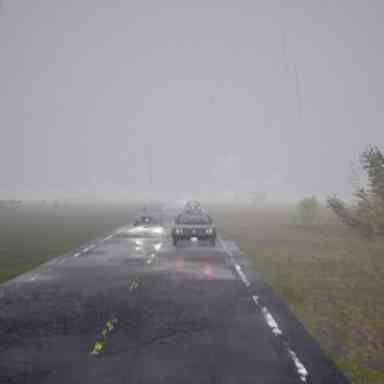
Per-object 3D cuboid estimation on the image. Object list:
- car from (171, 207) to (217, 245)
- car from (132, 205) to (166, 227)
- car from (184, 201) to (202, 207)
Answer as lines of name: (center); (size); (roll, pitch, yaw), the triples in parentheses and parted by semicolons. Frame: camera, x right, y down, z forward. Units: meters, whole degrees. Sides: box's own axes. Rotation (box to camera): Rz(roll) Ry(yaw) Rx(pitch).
car: (0.088, 1.611, 15.577); (1.895, 1.301, 4.718); (0, 0, 0)
car: (-2.863, 1.590, 23.111); (1.994, 1.385, 4.181); (0, 0, 0)
car: (0.076, 1.615, 35.630); (2.033, 1.411, 5.357); (0, 0, 0)
